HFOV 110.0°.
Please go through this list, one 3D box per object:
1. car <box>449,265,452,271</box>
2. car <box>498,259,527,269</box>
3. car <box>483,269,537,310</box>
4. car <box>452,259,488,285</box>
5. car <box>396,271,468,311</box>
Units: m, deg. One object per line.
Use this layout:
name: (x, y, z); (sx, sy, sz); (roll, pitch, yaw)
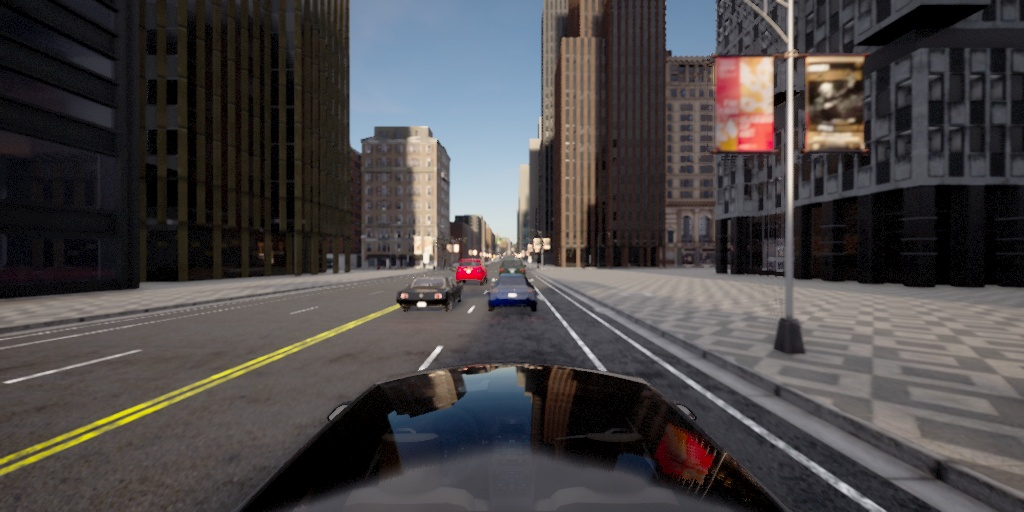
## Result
car: (-9.737, 1.960, 62.687); (1.882, 1.535, 5.008); (0, -1, 0)
car: (0.032, 1.276, 29.440); (2.150, 2.045, 5.566); (0, 0, 0)
car: (0.034, 1.453, 15.410); (1.994, 1.385, 4.181); (0, -1, 0)
car: (-3.218, 1.276, 29.450); (2.150, 2.045, 5.566); (0, 0, 0)
car: (-3.222, 1.487, 15.106); (1.895, 1.301, 4.718); (0, -1, 0)
